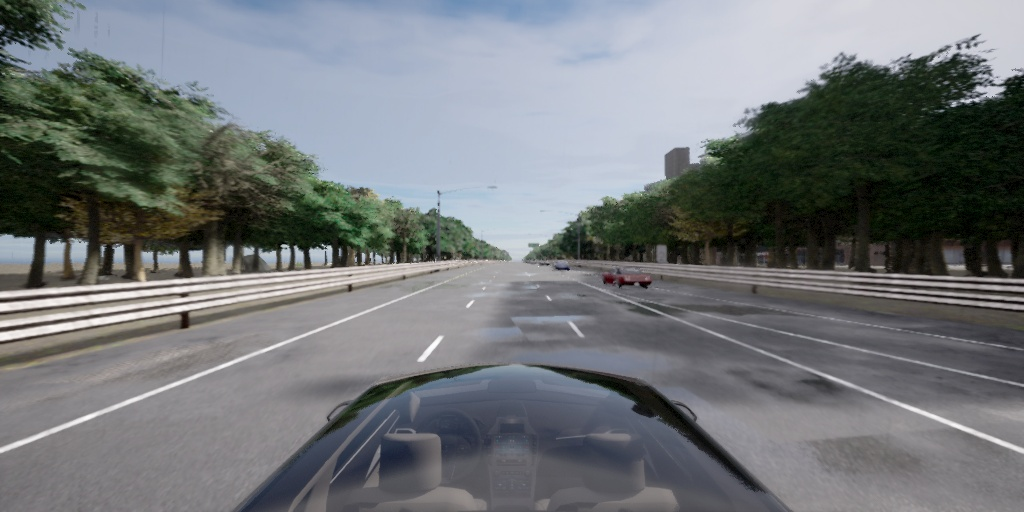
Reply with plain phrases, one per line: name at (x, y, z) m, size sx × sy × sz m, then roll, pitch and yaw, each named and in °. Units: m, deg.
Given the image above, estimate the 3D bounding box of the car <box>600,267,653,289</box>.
car at (7.234, 1.380, 23.323) m, size 1.895 × 1.301 × 4.718 m, roll 0°, pitch 0°, yaw -3°

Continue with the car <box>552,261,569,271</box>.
car at (7.031, 1.380, 51.813) m, size 1.994 × 1.385 × 4.181 m, roll 0°, pitch 0°, yaw 0°
